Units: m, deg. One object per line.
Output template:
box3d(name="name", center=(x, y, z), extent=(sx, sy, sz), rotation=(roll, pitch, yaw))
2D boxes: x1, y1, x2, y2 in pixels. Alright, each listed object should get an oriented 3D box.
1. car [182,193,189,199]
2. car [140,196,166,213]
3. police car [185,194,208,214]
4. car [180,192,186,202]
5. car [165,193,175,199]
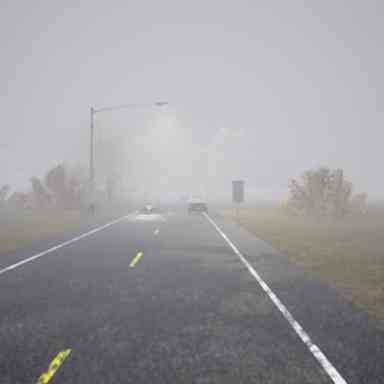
box3d(name="car", center=(-1.730, 0.897, 84.661), extent=(1.837, 1.490, 4.892), rotation=(0, 0, -1))
box3d(name="car", center=(-4.156, 1.339, 34.327), extent=(2.128, 1.511, 4.902), rotation=(0, 0, -1))
box3d(name="police car", center=(0.514, 1.276, 33.185), extent=(1.930, 1.638, 5.238), rotation=(0, 0, -1))
box3d(name="car", center=(-1.320, 1.216, 66.853), extent=(1.994, 1.385, 4.181), rotation=(0, 0, -1))
box3d(name="car", center=(-5.010, 0.891, 74.695), extent=(1.812, 1.442, 4.674), rotation=(0, 0, -1))
